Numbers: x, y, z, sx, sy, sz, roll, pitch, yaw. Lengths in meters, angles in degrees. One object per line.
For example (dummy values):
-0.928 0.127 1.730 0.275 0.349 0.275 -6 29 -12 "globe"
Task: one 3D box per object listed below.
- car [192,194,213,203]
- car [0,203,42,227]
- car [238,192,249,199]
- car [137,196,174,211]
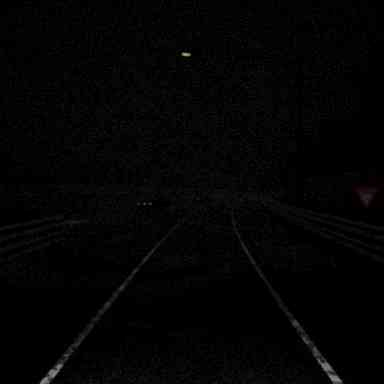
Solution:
1.531 0.899 47.777 1.994 1.385 4.181 0 0 20 "car"
-9.903 1.289 16.981 2.128 1.511 4.902 0 1 20 "car"
11.635 0.815 74.997 1.837 1.490 4.892 0 0 20 "car"
-3.653 1.100 33.859 2.033 1.411 5.357 -1 1 20 "car"
